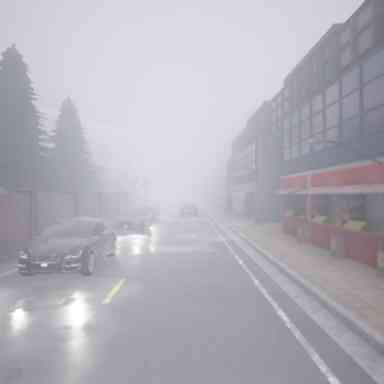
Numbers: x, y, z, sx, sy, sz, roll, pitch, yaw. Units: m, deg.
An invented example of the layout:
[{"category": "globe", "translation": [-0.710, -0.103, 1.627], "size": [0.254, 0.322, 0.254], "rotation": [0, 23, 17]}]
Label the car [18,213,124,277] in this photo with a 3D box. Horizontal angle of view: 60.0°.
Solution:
[{"category": "car", "translation": [-3.705, 1.614, 10.718], "size": [1.837, 1.490, 4.892], "rotation": [0, -1, -1]}]

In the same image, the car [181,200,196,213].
[{"category": "car", "translation": [-0.431, 1.910, 45.117], "size": [1.882, 1.535, 5.008], "rotation": [0, 0, 0]}]

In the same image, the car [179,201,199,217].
[{"category": "car", "translation": [-0.295, 1.827, 34.997], "size": [2.128, 1.511, 4.902], "rotation": [0, -1, 0]}]

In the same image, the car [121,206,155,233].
[{"category": "car", "translation": [-3.740, 1.767, 20.828], "size": [1.994, 1.385, 4.181], "rotation": [0, -1, 0]}]

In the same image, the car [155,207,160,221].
[{"category": "car", "translation": [-3.856, 1.872, 27.936], "size": [1.895, 1.301, 4.718], "rotation": [0, -1, 0]}]
